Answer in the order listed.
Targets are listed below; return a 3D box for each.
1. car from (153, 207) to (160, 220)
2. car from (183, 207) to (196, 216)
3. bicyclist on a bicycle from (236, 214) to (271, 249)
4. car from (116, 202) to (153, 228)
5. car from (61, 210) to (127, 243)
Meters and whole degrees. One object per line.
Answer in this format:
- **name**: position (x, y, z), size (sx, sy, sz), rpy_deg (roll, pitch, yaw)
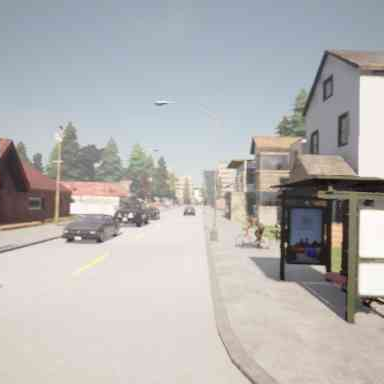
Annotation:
- **car**: position (-4.895, 2.456, 38.837), size (1.837, 1.490, 4.892), rpy_deg (2, -2, 2)
- **car**: position (-0.406, 3.030, 52.627), size (2.033, 1.411, 5.357), rpy_deg (2, -2, 1)
- **bicyclist on a bicycle**: position (2.904, 1.889, 15.696), size (1.656, 1.620, 0.582), rpy_deg (1, -2, 1)
- **car**: position (-5.169, 1.883, 28.833), size (2.150, 2.045, 5.566), rpy_deg (2, -2, 2)
- **car**: position (-5.428, 1.915, 18.688), size (2.033, 1.411, 5.357), rpy_deg (2, -2, 1)
